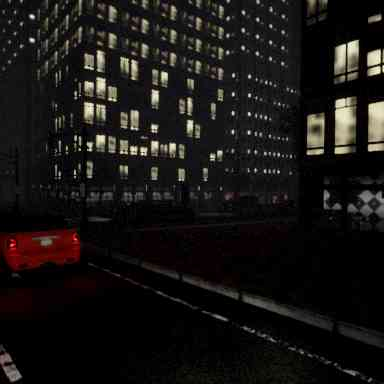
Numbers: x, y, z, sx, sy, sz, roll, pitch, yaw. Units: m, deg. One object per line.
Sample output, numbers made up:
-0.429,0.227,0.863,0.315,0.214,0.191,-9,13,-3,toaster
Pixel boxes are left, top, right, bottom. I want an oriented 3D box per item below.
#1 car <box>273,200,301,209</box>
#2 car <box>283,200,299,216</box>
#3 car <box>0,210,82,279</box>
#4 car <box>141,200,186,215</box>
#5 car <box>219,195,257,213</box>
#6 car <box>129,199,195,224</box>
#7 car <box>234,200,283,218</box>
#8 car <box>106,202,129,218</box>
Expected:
14.629,1.882,50.938,4.313,1.339,1.947,1,0,-39,car
11.096,1.937,37.347,4.206,1.307,1.802,1,0,-39,car
-5.185,1.347,10.381,2.097,1.767,4.553,0,0,-40,car
-3.080,1.648,36.701,4.829,1.417,1.752,1,0,-39,car
5.788,1.457,40.490,5.566,2.045,2.150,-1,1,-39,car
-2.088,1.524,26.745,5.009,1.841,2.192,1,0,-39,car
6.833,1.833,33.919,4.829,1.417,1.752,1,0,-39,car
-5.679,1.643,31.287,4.674,1.442,1.812,1,1,-37,car
